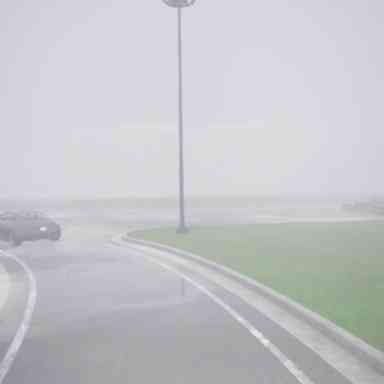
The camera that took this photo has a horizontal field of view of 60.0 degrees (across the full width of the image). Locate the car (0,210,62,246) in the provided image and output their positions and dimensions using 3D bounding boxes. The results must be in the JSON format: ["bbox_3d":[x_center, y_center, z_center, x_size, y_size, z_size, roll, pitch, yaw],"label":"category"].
[{"bbox_3d":[-7.721,1.511,15.052,4.181,1.385,1.994,0,1,39],"label":"car"}]

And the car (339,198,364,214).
[{"bbox_3d":[15.030,1.135,28.131,4.718,1.301,1.895,-1,1,-10],"label":"car"}]

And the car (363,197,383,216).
[{"bbox_3d":[15.653,1.161,24.688,4.718,1.301,1.895,-1,1,-10],"label":"car"}]
